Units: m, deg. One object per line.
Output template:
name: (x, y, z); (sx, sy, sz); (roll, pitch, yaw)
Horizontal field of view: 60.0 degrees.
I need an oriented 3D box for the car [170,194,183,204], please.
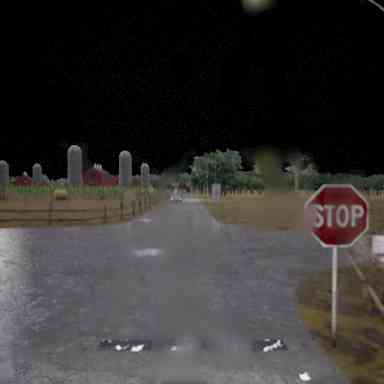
car: (-2.789, 1.161, 59.771); (2.097, 1.767, 4.553); (0, 0, 0)
